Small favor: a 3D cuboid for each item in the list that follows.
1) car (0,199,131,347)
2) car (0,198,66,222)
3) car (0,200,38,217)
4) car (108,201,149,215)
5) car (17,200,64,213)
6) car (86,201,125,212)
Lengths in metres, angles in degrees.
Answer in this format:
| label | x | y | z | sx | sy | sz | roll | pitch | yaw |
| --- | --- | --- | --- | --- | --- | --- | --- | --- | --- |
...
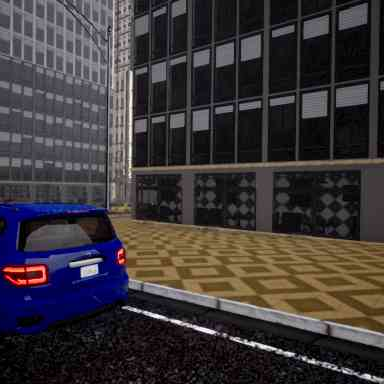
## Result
| label | x | y | z | sx | sy | sz | roll | pitch | yaw |
| --- | --- | --- | --- | --- | --- | --- | --- | --- | --- |
| car | -3.659 | 1.218 | 6.292 | 5.566 | 2.045 | 2.150 | 0 | 0 | 35 |
| car | -14.106 | 1.519 | 29.500 | 2.192 | 1.841 | 5.009 | 1 | 0 | 36 |
| car | -18.391 | 1.608 | 33.430 | 2.128 | 1.511 | 4.902 | 1 | 0 | 36 |
| car | -7.308 | 1.830 | 38.711 | 1.752 | 1.417 | 4.829 | 1 | 0 | 36 |
| car | -17.603 | 1.643 | 38.875 | 1.752 | 1.417 | 4.829 | 1 | 0 | 36 |
| car | -11.176 | 1.824 | 43.206 | 1.895 | 1.301 | 4.718 | 1 | 0 | 36 |
